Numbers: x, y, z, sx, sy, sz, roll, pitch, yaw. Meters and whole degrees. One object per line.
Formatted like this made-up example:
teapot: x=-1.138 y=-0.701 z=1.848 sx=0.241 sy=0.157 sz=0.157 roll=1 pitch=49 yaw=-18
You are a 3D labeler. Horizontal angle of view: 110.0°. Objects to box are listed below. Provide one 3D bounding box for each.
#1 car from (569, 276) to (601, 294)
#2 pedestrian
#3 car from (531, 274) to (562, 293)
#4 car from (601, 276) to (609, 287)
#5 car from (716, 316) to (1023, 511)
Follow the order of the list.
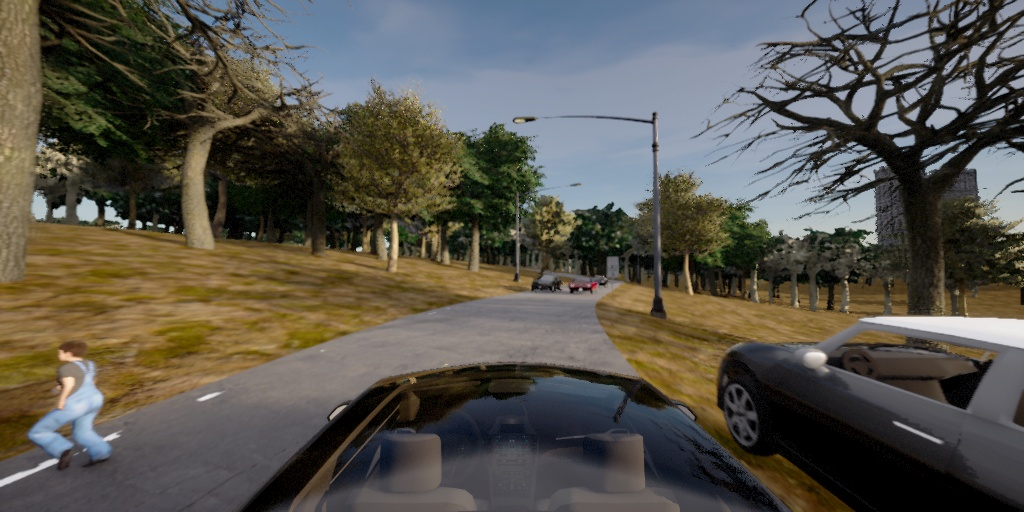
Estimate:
car: x=6.005 y=2.415 z=29.819 sx=1.895 sy=1.301 sz=4.718 roll=-1 pitch=-3 yaw=19
pedestrian: x=-4.086 y=1.333 z=3.380 sx=0.375 sy=1.300 sz=0.375 roll=3 pitch=-3 yaw=-11
car: x=3.072 y=2.353 z=31.265 sx=1.882 sy=1.535 sz=5.008 roll=-1 pitch=-3 yaw=19
car: x=10.436 y=3.060 z=42.775 sx=1.895 sy=1.301 sz=4.718 roll=-1 pitch=-3 yaw=19
car: x=3.235 y=1.174 z=2.522 sx=1.970 sy=1.475 sz=3.806 roll=0 pitch=-1 yaw=2
